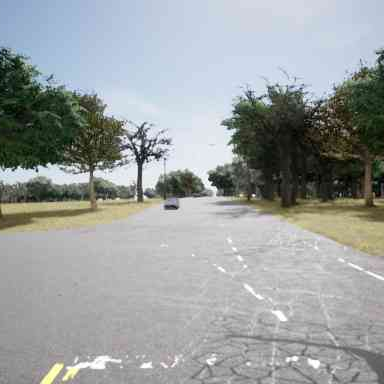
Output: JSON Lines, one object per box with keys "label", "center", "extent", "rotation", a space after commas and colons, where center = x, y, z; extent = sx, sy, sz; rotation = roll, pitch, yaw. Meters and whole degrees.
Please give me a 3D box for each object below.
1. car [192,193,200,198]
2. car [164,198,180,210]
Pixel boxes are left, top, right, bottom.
{"label": "car", "center": [1.082, 1.059, 93.728], "extent": [1.895, 1.301, 4.718], "rotation": [-1, 0, 9]}
{"label": "car", "center": [-2.536, 1.491, 42.967], "extent": [2.033, 1.411, 5.357], "rotation": [-1, 1, 2]}
